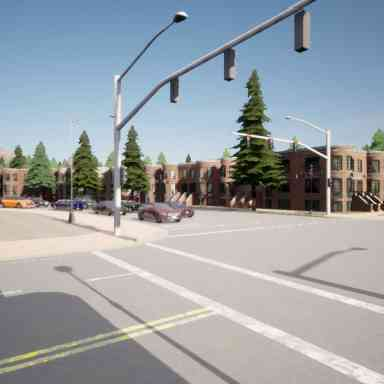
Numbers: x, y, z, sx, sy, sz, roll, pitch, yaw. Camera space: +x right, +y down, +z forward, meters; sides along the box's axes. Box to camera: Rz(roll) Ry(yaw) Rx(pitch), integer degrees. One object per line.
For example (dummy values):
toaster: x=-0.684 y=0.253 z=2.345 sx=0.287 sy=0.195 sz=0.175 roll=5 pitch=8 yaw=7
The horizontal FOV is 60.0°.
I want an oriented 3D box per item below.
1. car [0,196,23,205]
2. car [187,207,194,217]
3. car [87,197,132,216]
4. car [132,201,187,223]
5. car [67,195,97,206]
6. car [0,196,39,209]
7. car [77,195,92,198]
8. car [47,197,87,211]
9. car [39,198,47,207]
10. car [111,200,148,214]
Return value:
car: x=-32.892 y=1.492 z=58.985 sx=4.902 sy=1.511 sz=2.128 roll=0 pitch=0 yaw=9
car: x=-1.613 y=1.564 z=30.066 sx=1.994 sy=1.385 sz=4.181 roll=0 pitch=0 yaw=-37
car: x=-8.279 y=1.547 z=33.224 sx=2.033 sy=1.411 sz=5.357 roll=0 pitch=0 yaw=-38
car: x=-2.598 y=1.526 z=25.546 sx=1.812 sy=1.442 sz=4.674 roll=0 pitch=0 yaw=-35
car: x=-18.031 y=1.352 z=54.395 sx=4.553 sy=1.767 sz=2.097 roll=0 pitch=0 yaw=27
car: x=-23.695 y=1.352 z=45.390 sx=4.553 sy=1.767 sz=2.097 roll=0 pitch=0 yaw=25
car: x=-14.334 y=1.492 z=43.818 sx=4.902 sy=1.511 sz=2.128 roll=0 pitch=0 yaw=36
car: x=-14.971 y=1.601 z=39.995 sx=4.718 sy=1.301 sz=1.895 roll=0 pitch=0 yaw=38
car: x=-23.286 y=1.492 z=49.070 sx=4.902 sy=1.511 sz=2.128 roll=0 pitch=0 yaw=23
car: x=-6.977 y=1.601 z=36.992 sx=1.895 sy=1.301 sz=4.718 roll=0 pitch=0 yaw=-41
